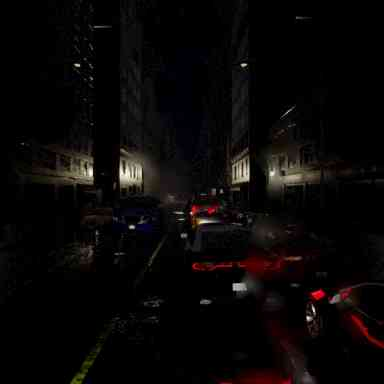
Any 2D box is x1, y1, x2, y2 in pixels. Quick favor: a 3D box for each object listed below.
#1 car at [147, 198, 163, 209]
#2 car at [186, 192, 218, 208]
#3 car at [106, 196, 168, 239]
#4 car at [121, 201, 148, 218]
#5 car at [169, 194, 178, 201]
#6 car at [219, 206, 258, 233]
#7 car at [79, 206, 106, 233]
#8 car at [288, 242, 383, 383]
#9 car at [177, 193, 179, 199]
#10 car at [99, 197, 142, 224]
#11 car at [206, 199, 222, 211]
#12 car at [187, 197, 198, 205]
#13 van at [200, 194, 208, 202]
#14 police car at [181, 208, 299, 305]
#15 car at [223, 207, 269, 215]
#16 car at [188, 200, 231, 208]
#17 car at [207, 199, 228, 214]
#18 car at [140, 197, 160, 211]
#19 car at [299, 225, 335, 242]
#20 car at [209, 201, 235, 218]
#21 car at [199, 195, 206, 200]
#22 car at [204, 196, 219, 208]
[{"bbox_3d":[-5.266,1.537,47.502,1.752,1.417,4.829,0,0,0],"label":"car"},{"bbox_3d":[0.887,1.230,24.242,2.150,2.045,5.566,0,0,0],"label":"car"},{"bbox_3d":[-2.703,1.225,17.791,2.150,2.045,5.566,0,0,0],"label":"car"},{"bbox_3d":[-5.308,1.589,31.117,1.802,1.307,4.206,0,0,0],"label":"car"},{"bbox_3d":[-5.181,1.569,80.272,2.008,1.369,4.403,0,0,0],"label":"car"},{"bbox_3d":[2.688,1.586,20.066,1.802,1.307,4.206,0,0,0],"label":"car"},{"bbox_3d":[-5.333,1.529,19.912,1.752,1.417,4.829,0,0,0],"label":"car"},{"bbox_3d":[2.645,1.566,3.509,1.947,1.339,4.313,0,0,0],"label":"car"},{"bbox_3d":[-5.166,1.564,85.954,1.887,1.381,4.507,0,0,0],"label":"car"},{"bbox_3d":[-5.323,1.320,25.599,2.192,1.841,5.009,0,0,0],"label":"car"},{"bbox_3d":[2.745,1.592,42.141,1.802,1.307,4.206,0,0,0],"label":"car"},{"bbox_3d":[0.152,1.615,58.945,1.895,1.301,4.718,0,0,0],"label":"car"},{"bbox_3d":[2.844,1.360,80.260,1.690,1.788,3.998,0,0,0],"label":"van"},{"bbox_3d":[0.747,1.426,8.298,1.930,1.638,5.238,0,0,-2],"label":"police car"},{"bbox_3d":[2.674,1.553,14.546,2.008,1.369,4.403,0,0,0],"label":"car"},{"bbox_3d":[0.855,1.460,18.405,1.801,1.575,5.366,0,0,0],"label":"car"},{"bbox_3d":[2.731,1.559,36.622,2.008,1.369,4.403,0,0,0],"label":"car"},{"bbox_3d":[-5.280,1.450,42.155,1.967,1.590,4.097,0,0,0],"label":"car"},{"bbox_3d":[2.660,1.546,9.027,1.887,1.381,4.507,0,0,0],"label":"car"},{"bbox_3d":[2.717,1.558,31.104,2.008,1.369,4.403,0,0,0],"label":"car"},{"bbox_3d":[2.874,1.603,91.622,1.802,1.307,4.206,0,0,0],"label":"car"},{"bbox_3d":[2.760,1.452,47.660,1.967,1.590,4.097,0,0,0],"label":"car"}]
